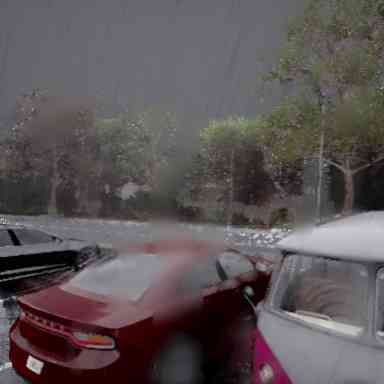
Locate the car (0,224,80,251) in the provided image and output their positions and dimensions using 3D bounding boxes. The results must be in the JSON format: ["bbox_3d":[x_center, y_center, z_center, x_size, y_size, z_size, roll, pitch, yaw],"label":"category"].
[{"bbox_3d":[-4.573,1.537,8.430,2.163,1.488,4.792,0,0,35],"label":"car"}]

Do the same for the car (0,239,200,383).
[{"bbox_3d":[-0.070,1.489,5.185,2.097,1.535,5.008,0,0,35],"label":"car"}]

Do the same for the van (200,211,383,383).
[{"bbox_3d":[2.128,1.255,3.485,1.878,1.987,4.442,0,0,35],"label":"van"}]
